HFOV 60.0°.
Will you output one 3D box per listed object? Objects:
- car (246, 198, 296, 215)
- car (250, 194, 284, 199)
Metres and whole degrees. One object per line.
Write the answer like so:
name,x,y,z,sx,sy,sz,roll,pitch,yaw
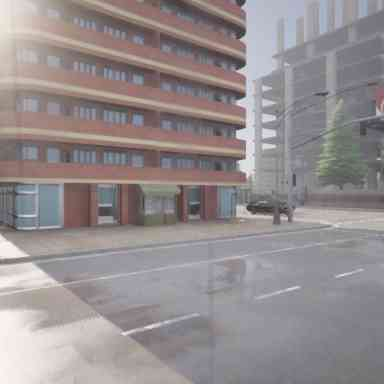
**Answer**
car,7.619,1.601,32.681,1.895,1.301,4.718,0,0,-36
car,8.774,1.222,37.025,2.150,2.045,5.566,0,0,-36
